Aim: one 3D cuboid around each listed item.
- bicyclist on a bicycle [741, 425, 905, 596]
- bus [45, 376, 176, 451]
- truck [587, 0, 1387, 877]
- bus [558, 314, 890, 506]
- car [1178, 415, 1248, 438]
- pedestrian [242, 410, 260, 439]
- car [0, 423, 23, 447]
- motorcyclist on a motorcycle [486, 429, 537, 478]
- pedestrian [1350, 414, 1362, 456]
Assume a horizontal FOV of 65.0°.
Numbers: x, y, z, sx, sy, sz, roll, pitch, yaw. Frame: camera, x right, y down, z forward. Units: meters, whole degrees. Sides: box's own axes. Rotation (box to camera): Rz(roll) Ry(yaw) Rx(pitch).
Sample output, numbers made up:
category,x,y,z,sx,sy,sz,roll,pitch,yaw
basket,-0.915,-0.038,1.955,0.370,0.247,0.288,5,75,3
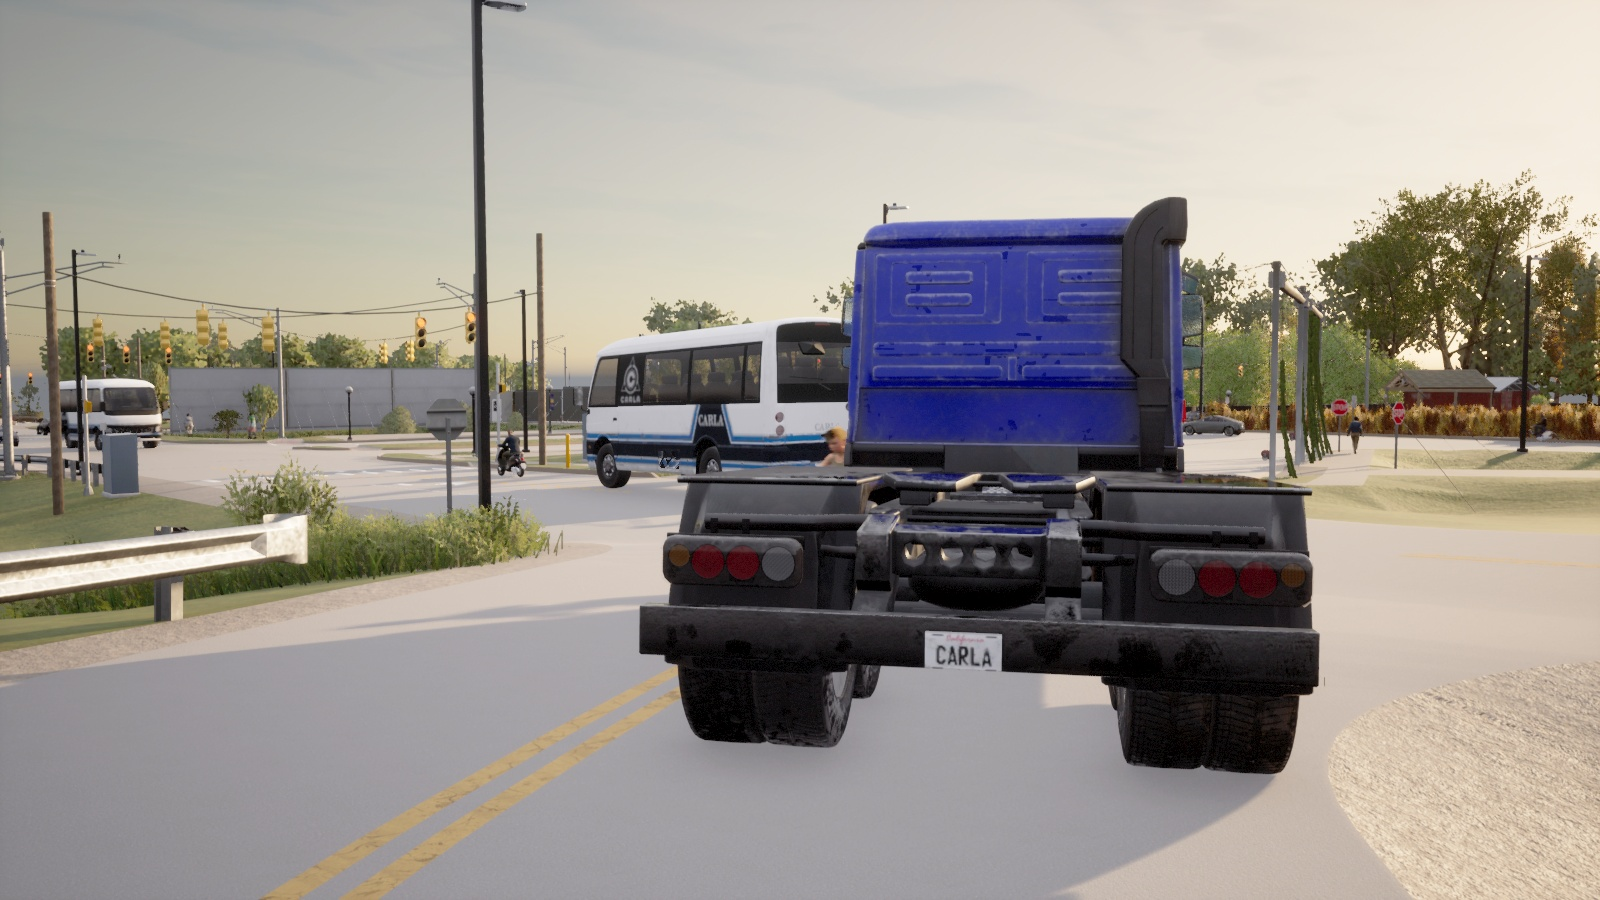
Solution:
category,x,y,z,sx,sy,sz,roll,pitch,yaw
bicyclist on a bicycle,0.254,0.565,12.753,0.866,1.612,1.509,2,1,41
bus,-42.135,-2.261,76.581,10.273,4.253,3.944,2,4,44
truck,1.376,-0.288,8.546,2.891,3.462,7.936,1,1,11
bus,-2.404,-1.043,33.243,3.944,4.253,10.273,-2,2,-35
car,28.308,-1.626,86.095,4.181,1.385,1.994,2,4,37
pedestrian,-37.544,-1.724,85.915,0.873,1.952,0.659,0,3,-2
car,-52.970,-1.011,82.946,2.033,1.411,5.357,-3,3,-39
motorcyclist on a motorcycle,-9.697,0.092,42.163,0.866,1.590,1.817,-3,3,-41
pedestrian,26.222,-0.713,59.255,0.423,1.949,0.788,2,4,27
